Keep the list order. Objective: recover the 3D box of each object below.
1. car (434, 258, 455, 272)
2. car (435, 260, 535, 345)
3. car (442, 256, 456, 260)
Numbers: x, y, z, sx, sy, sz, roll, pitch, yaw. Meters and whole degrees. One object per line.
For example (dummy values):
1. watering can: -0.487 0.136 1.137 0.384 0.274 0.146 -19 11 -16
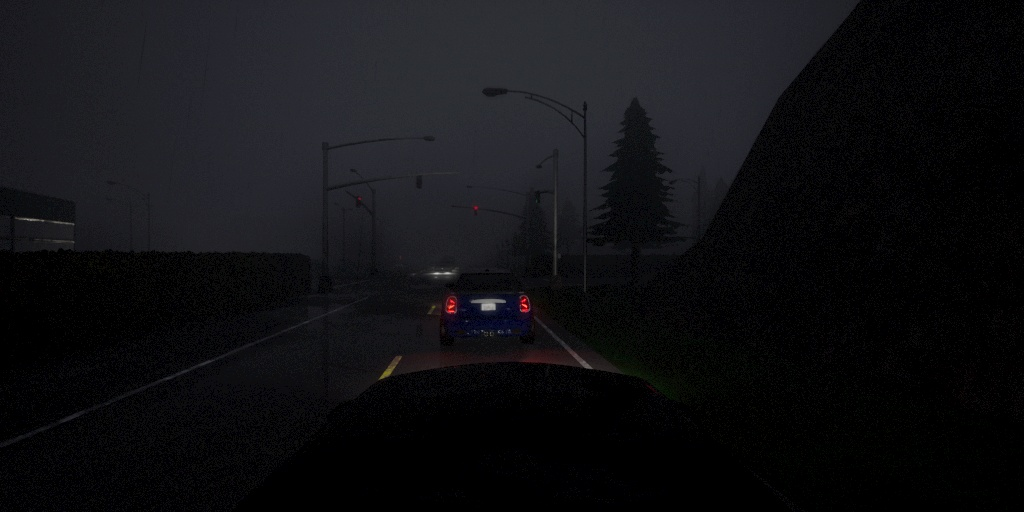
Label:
1. car: -8.559 1.318 44.816 1.994 1.385 4.181 0 0 -7
2. car: -0.731 1.103 9.738 2.097 1.767 4.553 0 0 -6
3. car: -9.662 0.977 54.205 2.150 2.045 5.566 0 0 -7
